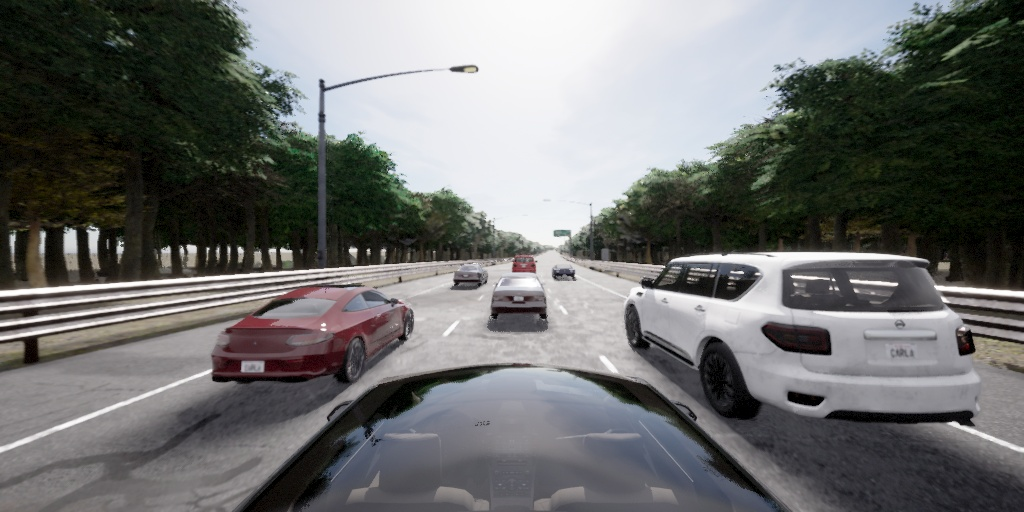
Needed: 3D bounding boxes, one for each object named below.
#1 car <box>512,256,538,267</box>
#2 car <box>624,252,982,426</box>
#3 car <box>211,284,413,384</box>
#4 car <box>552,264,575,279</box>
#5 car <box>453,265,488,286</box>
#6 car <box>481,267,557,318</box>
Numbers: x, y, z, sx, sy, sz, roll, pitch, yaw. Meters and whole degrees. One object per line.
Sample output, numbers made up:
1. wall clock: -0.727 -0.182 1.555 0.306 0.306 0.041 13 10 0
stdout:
1. car: 1.178 0.978 33.235 2.150 2.045 5.566 0 0 4
2. car: 3.646 0.975 6.013 2.150 2.045 5.566 0 0 1
3. car: -3.349 1.273 6.960 1.812 1.442 4.674 0 0 0
4. car: 4.674 1.361 33.058 1.895 1.301 4.718 0 0 4
5. car: -2.794 1.298 25.117 2.033 1.411 5.357 0 0 3
6. car: 0.261 1.299 13.008 2.033 1.411 5.357 0 0 1
